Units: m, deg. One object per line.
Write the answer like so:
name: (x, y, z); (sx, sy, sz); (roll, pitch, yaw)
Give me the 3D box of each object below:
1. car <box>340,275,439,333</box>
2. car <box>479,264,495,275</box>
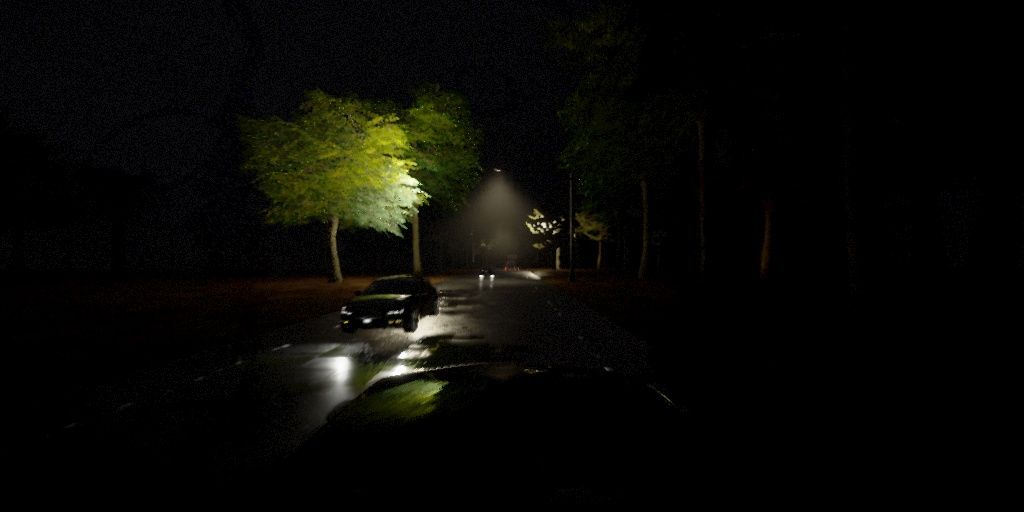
car: (-3.596, 1.386, 11.334); (1.837, 1.490, 4.892); (0, -1, 0)
car: (-3.558, 1.955, 51.982); (1.837, 1.490, 4.892); (0, 0, 0)
